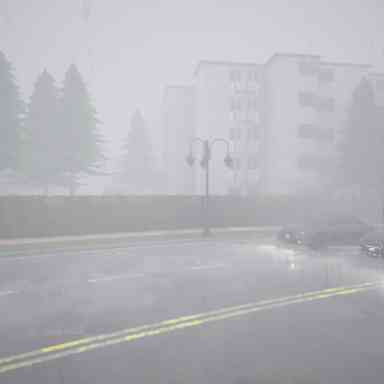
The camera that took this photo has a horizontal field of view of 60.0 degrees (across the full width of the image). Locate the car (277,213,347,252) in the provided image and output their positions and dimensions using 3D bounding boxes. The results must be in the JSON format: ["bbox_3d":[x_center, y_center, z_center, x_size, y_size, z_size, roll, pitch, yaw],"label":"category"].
[{"bbox_3d":[5.755,1.615,14.086,4.181,1.385,1.994,0,0,-19],"label":"car"}]

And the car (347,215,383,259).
[{"bbox_3d":[7.984,1.558,11.198,4.892,1.490,1.837,0,-1,-17],"label":"car"}]
